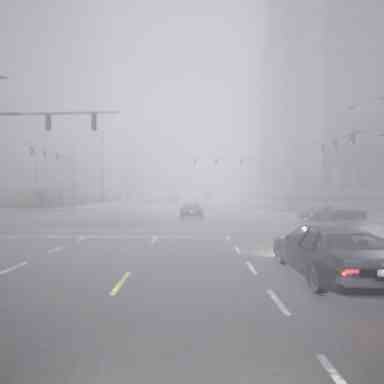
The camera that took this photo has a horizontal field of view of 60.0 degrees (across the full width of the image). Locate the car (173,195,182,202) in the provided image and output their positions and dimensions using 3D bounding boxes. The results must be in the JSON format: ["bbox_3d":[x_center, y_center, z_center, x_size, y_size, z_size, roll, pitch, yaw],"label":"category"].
[{"bbox_3d":[-3.246,1.373,76.188,1.837,1.490,4.892,0,0,1],"label":"car"}]

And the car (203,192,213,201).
[{"bbox_3d":[3.792,1.093,78.520,2.150,2.045,5.566,0,0,1],"label":"car"}]

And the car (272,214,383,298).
[{"bbox_3d":[3.562,1.533,8.628,2.033,1.411,5.357,0,0,0],"label":"car"}]

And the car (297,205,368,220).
[{"bbox_3d":[9.982,1.563,23.529,4.718,1.301,1.895,0,0,-18],"label":"car"}]

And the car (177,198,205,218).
[{"bbox_3d":[-0.044,1.516,29.194,1.994,1.385,4.181,0,0,0],"label":"car"}]

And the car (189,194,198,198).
[{"bbox_3d":[0.298,1.393,78.958,2.128,1.511,4.902,0,0,1],"label":"car"}]

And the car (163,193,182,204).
[{"bbox_3d":[-3.522,1.123,60.587,2.150,2.045,5.566,0,0,1],"label":"car"}]

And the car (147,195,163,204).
[{"bbox_3d":[-7.024,1.465,60.688,1.994,1.385,4.181,0,0,1],"label":"car"}]

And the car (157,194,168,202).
[{"bbox_3d":[-6.745,1.351,76.255,1.882,1.535,5.008,0,0,1],"label":"car"}]

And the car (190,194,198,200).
[{"bbox_3d":[0.459,1.311,89.188,2.033,1.411,5.357,0,0,1],"label":"car"}]

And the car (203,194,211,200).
[{"bbox_3d":[3.958,1.271,89.133,1.837,1.490,4.892,0,0,1],"label":"car"}]
